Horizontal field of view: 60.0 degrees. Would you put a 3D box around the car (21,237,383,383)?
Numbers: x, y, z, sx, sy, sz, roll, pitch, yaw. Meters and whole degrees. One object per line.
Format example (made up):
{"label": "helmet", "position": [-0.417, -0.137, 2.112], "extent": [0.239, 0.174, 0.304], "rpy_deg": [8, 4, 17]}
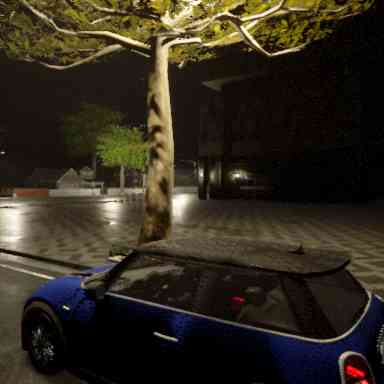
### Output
{"label": "car", "position": [-0.093, 1.351, 4.068], "extent": [4.553, 1.767, 2.097], "rpy_deg": [0, 0, 36]}
